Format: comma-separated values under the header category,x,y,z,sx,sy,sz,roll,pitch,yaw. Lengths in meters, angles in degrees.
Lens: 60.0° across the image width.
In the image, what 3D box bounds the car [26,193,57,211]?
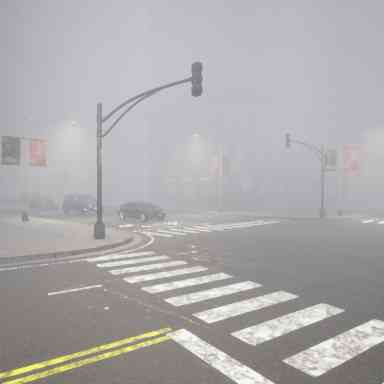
category,x,y,z,sx,sy,sz,roll,pitch,yaw
car,-18.143,1.333,40.548,2.097,1.767,4.553,0,0,-45

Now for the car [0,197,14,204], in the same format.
category,x,y,z,sx,sy,sz,roll,pitch,yaw
car,-33.657,1.532,60.975,1.994,1.385,4.181,0,0,-45

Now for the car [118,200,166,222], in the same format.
category,x,y,z,sx,sy,sz,roll,pitch,yaw
car,-4.041,1.495,26.397,1.837,1.490,4.892,0,0,-44

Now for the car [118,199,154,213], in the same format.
category,x,y,z,sx,sy,sz,roll,pitch,yaw
car,-6.504,1.558,38.343,1.994,1.385,4.181,0,0,-45

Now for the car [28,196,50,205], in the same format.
category,x,y,z,sx,sy,sz,roll,pitch,yaw
car,-27.191,1.455,59.094,1.882,1.535,5.008,0,0,-45

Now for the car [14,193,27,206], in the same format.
category,x,y,z,sx,sy,sz,roll,pitch,yaw
car,-26.077,1.198,53.379,5.566,2.045,2.150,0,0,45

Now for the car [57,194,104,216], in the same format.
category,x,y,z,sx,sy,sz,roll,pitch,yaw
car,-11.052,1.207,33.428,2.150,2.045,5.566,0,0,-45
